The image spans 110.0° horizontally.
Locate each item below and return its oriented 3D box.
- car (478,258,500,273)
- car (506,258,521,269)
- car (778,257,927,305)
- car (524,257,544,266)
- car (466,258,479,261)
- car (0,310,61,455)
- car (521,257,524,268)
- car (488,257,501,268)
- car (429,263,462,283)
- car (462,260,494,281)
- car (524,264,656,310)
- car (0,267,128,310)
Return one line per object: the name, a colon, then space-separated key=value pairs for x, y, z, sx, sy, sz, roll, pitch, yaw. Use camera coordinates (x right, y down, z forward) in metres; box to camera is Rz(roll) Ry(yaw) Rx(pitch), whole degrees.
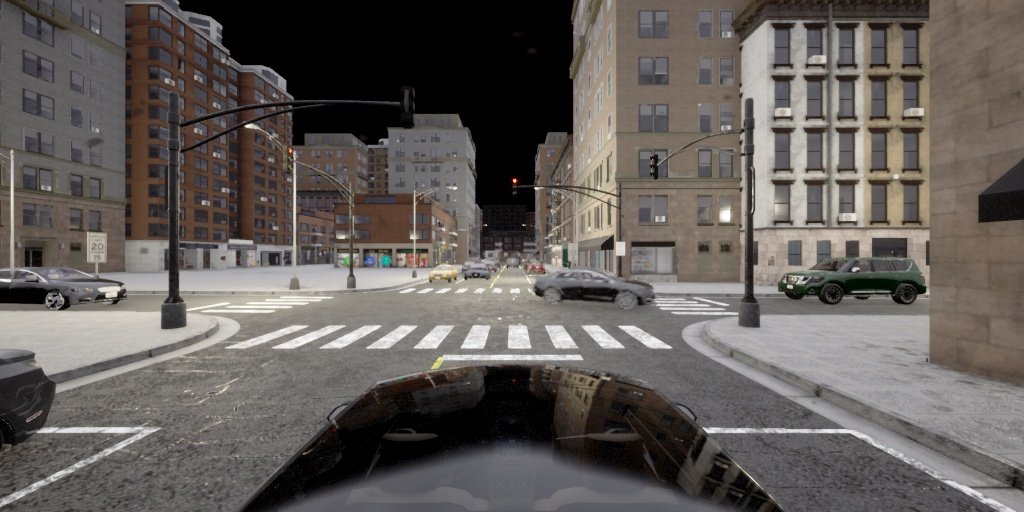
car: x=-2.826 y=1.277 z=44.747 sx=1.812 sy=1.442 sz=4.674 roll=0 pitch=0 yaw=0
car: x=0.115 y=1.317 z=58.569 sx=1.994 sy=1.385 sz=4.181 roll=0 pitch=0 yaw=1
car: x=15.349 y=1.056 z=16.324 sx=5.566 sy=2.045 sz=2.150 roll=0 pitch=0 yaw=-2
car: x=2.651 y=1.191 z=39.839 sx=1.967 sy=1.591 sz=4.097 roll=0 pitch=0 yaw=0
car: x=-5.372 y=1.302 z=45.505 sx=2.007 sy=1.370 sz=4.403 roll=0 pitch=0 yaw=0
car: x=-5.388 y=1.300 z=1.673 sx=2.007 sy=1.370 sz=4.403 roll=0 pitch=0 yaw=0
car: x=2.654 y=1.066 z=45.501 sx=2.192 sy=1.841 sz=5.009 roll=0 pitch=0 yaw=0
car: x=-2.769 y=1.259 z=58.459 sx=1.837 sy=1.490 sz=4.892 roll=0 pitch=0 yaw=1
car: x=-5.378 y=1.276 z=28.349 sx=1.751 sy=1.417 sz=4.829 roll=0 pitch=0 yaw=0
car: x=-2.835 y=1.315 z=30.159 sx=1.994 sy=1.385 sz=4.181 roll=0 pitch=0 yaw=0
car: x=3.240 y=1.258 z=14.681 sx=4.902 sy=1.511 sz=2.128 roll=0 pitch=1 yaw=23
car: x=-17.278 y=1.162 z=13.342 sx=4.902 sy=1.511 sz=2.128 roll=0 pitch=0 yaw=2
